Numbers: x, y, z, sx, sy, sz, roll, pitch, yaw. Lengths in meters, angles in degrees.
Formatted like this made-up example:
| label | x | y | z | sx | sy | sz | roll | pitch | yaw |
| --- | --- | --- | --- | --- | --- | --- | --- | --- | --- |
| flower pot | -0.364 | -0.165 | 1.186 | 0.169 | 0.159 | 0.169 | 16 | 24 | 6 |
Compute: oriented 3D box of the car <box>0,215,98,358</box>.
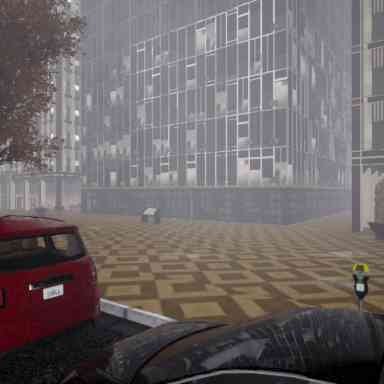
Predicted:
| label | x | y | z | sx | sy | sz | roll | pitch | yaw |
| --- | --- | --- | --- | --- | --- | --- | --- | --- | --- |
| car | -3.651 | 1.315 | 5.493 | 5.009 | 1.841 | 2.192 | 0 | 0 | 36 |

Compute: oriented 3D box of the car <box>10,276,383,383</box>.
| label | x | y | z | sx | sy | sz | roll | pitch | yaw |
| --- | --- | --- | --- | --- | --- | --- | --- | --- | --- |
| car | 0.840 | 1.566 | 2.278 | 4.313 | 1.339 | 1.947 | 0 | 0 | 36 |
